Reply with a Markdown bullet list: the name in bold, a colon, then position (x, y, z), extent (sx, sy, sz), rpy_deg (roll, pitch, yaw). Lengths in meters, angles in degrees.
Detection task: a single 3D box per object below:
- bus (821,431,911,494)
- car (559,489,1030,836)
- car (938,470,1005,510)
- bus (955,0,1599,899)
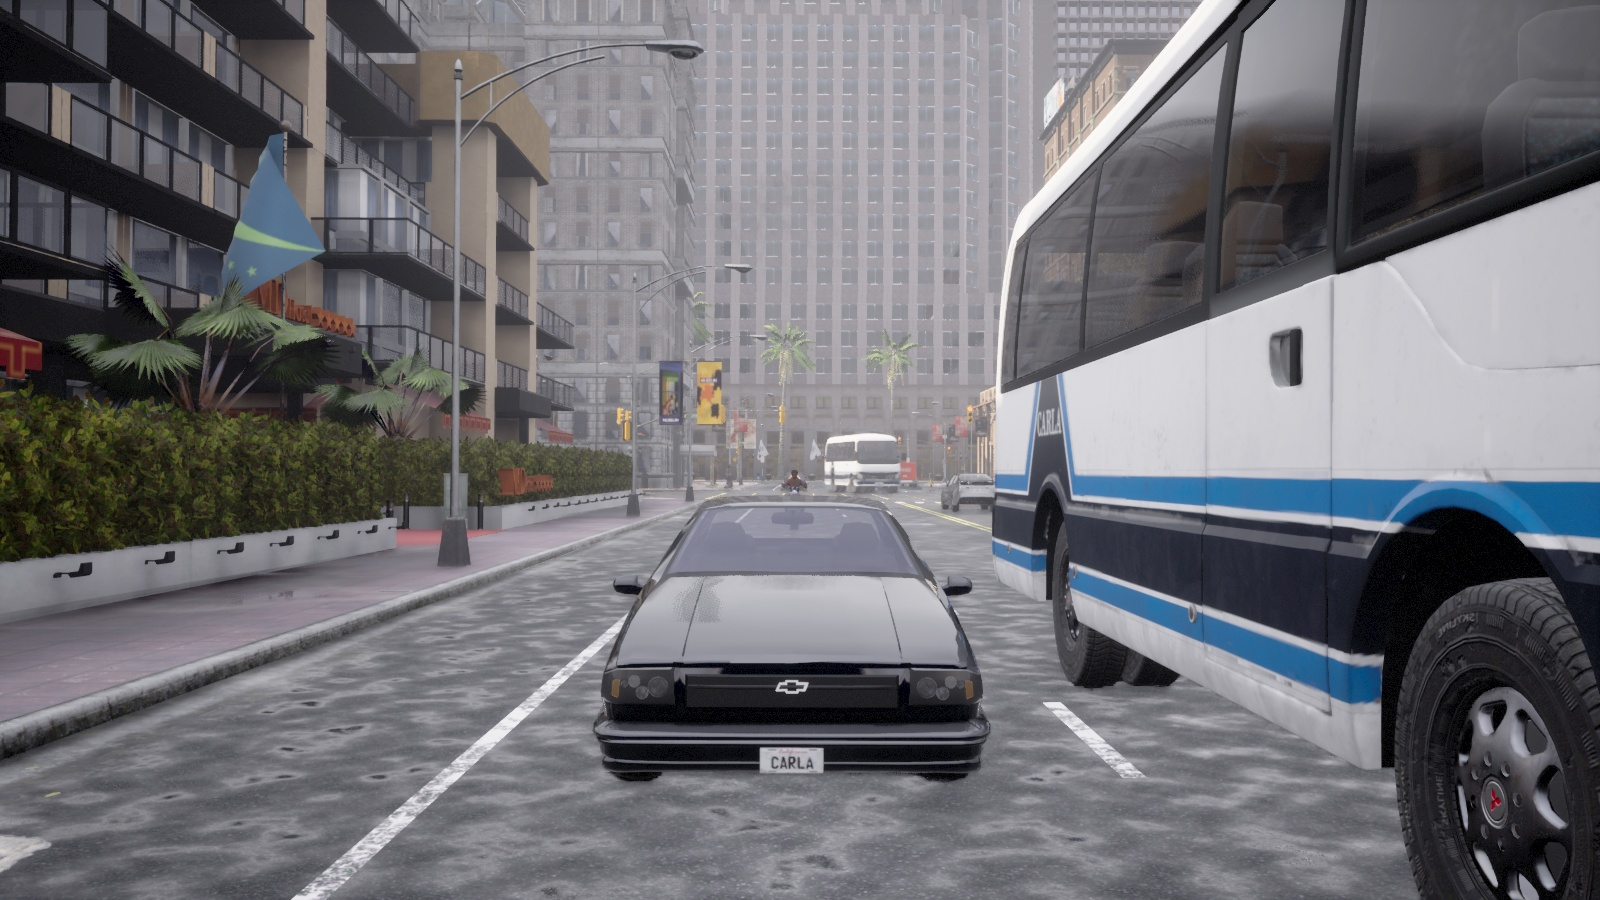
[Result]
- **bus**: position (4.589, 0.942, 90.882), extent (3.944, 4.253, 10.273), rpy_deg (0, -1, -12)
- **car**: position (-0.035, 0.998, 8.108), extent (2.033, 1.411, 5.357), rpy_deg (0, -1, 0)
- **car**: position (6.795, 1.575, 50.199), extent (2.007, 1.525, 4.514), rpy_deg (0, -1, 0)
- **bus**: position (3.466, -0.465, 6.625), extent (3.944, 4.253, 10.273), rpy_deg (0, -1, 0)
